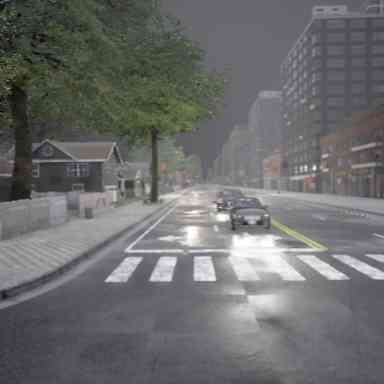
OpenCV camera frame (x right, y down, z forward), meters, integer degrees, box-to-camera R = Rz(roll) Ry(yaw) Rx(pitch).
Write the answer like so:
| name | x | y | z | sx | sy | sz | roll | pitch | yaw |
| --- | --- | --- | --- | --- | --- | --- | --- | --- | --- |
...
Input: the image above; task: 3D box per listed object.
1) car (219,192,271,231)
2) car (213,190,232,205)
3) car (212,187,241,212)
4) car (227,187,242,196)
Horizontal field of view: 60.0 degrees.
| name | x | y | z | sx | sy | sz | roll | pitch | yaw |
| --- | --- | --- | --- | --- | --- | --- | --- | --- | --- |
| car | 2.707 | 0.997 | 16.977 | 2.128 | 1.511 | 4.902 | -1 | 2 | 2 |
| car | 3.263 | 0.512 | 36.655 | 1.812 | 1.442 | 4.674 | -1 | 1 | 1 |
| car | 2.978 | 0.600 | 26.700 | 2.097 | 1.767 | 4.553 | -1 | 1 | 2 |
| car | 7.259 | -0.093 | 56.985 | 2.128 | 1.511 | 4.902 | -1 | 1 | 2 |
